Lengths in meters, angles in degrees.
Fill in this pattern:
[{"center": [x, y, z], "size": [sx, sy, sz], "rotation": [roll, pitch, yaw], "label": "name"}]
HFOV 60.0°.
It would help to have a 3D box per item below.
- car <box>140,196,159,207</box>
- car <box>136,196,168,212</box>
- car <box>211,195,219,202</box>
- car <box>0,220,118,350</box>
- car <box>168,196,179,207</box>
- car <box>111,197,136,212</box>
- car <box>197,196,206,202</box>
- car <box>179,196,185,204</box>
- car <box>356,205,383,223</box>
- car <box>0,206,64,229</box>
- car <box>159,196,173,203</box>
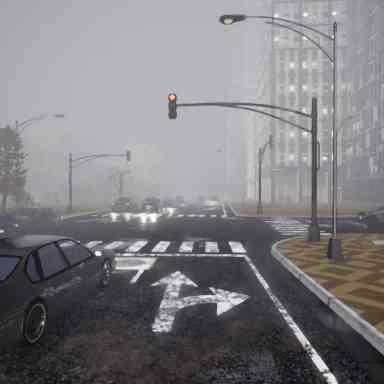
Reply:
[{"center": [-6.614, 1.469, 52.447], "size": [1.882, 1.535, 5.008], "rotation": [0, 0, 5], "label": "car"}, {"center": [-4.510, 1.483, 38.186], "size": [2.128, 1.511, 4.902], "rotation": [0, 0, 4], "label": "car"}, {"center": [5.407, 1.485, 78.826], "size": [1.882, 1.535, 5.008], "rotation": [0, 0, 5], "label": "car"}, {"center": [-3.049, 1.546, 6.262], "size": [2.033, 1.411, 5.357], "rotation": [0, 0, 5], "label": "car"}, {"center": [-3.561, 1.593, 49.937], "size": [1.895, 1.301, 4.718], "rotation": [0, 0, 5], "label": "car"}, {"center": [-7.758, 1.343, 38.467], "size": [2.097, 1.767, 4.553], "rotation": [0, 0, 5], "label": "car"}, {"center": [2.152, 1.559, 78.907], "size": [1.994, 1.385, 4.181], "rotation": [0, 0, 5], "label": "car"}, {"center": [-2.403, 1.474, 63.619], "size": [1.882, 1.535, 5.008], "rotation": [0, 0, 5], "label": "car"}, {"center": [14.408, 1.388, 22.961], "size": [5.357, 1.411, 2.033], "rotation": [0, 0, 5], "label": "car"}, {"center": [-9.216, 1.542, 19.009], "size": [2.033, 1.411, 5.357], "rotation": [0, 0, 3], "label": "car"}, {"center": [-5.249, 1.541, 68.130], "size": [2.033, 1.411, 5.357], "rotation": [0, 0, 5], "label": "car"}]
